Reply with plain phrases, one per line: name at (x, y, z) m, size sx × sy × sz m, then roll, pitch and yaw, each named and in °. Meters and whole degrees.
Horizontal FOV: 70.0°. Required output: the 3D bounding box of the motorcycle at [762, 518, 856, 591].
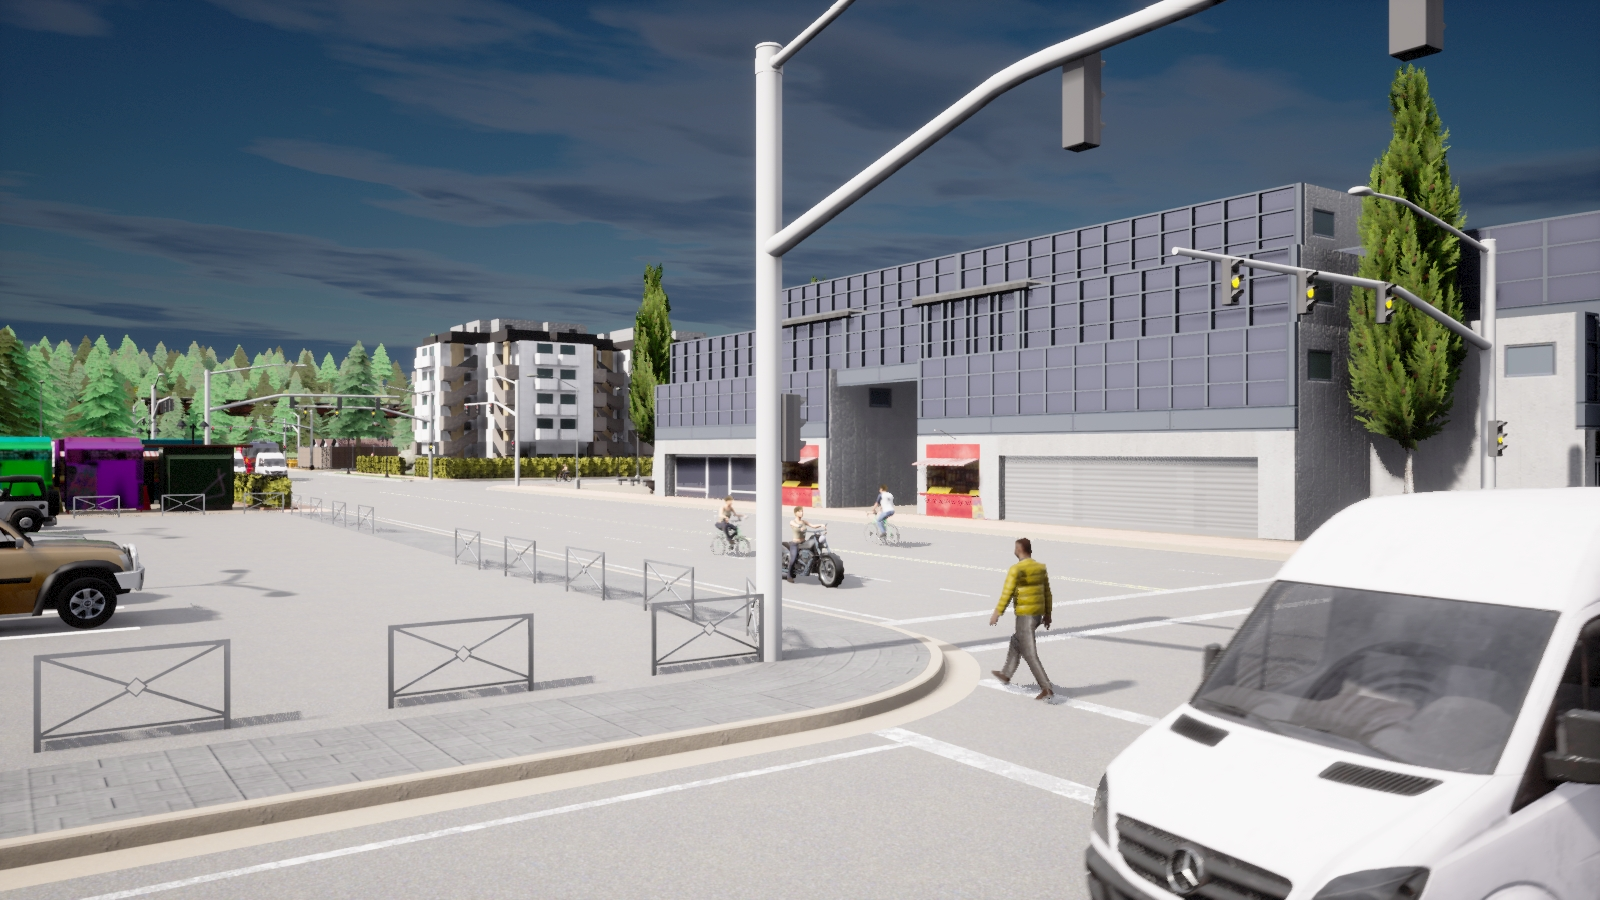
motorcycle at (0.165, 2.155, 23.900) m, size 0.764 × 1.307 × 2.356 m, roll 0°, pitch 0°, yaw -34°

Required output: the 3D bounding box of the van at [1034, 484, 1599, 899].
van at (4.352, 1.534, 6.664) m, size 5.915 × 2.561 × 1.988 m, roll 0°, pitch 0°, yaw -28°

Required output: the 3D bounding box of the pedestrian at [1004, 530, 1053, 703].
pedestrian at (2.561, 1.849, 12.808) m, size 0.375 × 1.860 × 0.375 m, roll 0°, pitch 0°, yaw -32°
